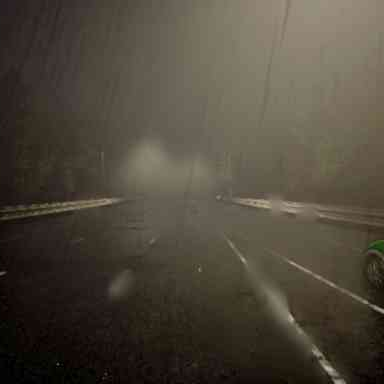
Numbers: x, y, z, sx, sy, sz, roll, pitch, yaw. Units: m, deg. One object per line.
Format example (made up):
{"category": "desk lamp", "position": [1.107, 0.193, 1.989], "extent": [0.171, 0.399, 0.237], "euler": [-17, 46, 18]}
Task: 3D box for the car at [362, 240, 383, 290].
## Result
{"category": "car", "position": [5.349, 1.326, 6.320], "extent": [2.097, 1.767, 4.553], "euler": [0, 0, -6]}
